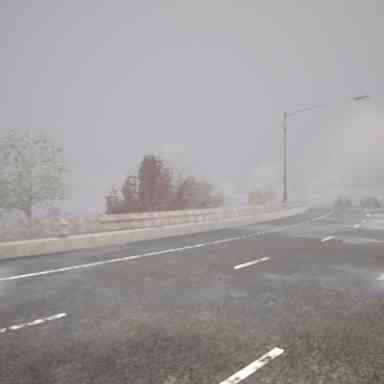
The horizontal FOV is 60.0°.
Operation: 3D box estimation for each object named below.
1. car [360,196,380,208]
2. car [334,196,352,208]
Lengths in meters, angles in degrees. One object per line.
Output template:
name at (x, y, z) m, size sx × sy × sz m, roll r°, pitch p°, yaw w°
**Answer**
car at (25.796, 1.389, 48.367) m, size 2.097 × 1.767 × 4.553 m, roll 0°, pitch 0°, yaw 19°
car at (22.731, 1.386, 50.215) m, size 2.097 × 1.767 × 4.553 m, roll 0°, pitch 0°, yaw 18°
